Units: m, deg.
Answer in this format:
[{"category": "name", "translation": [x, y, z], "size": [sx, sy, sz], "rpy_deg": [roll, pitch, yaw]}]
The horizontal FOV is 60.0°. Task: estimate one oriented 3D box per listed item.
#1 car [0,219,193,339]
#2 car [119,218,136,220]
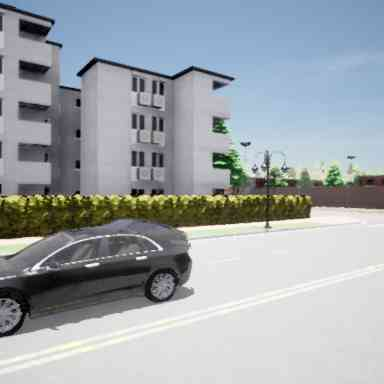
[{"category": "car", "translation": [-2.245, 1.517, 6.688], "size": [4.892, 1.490, 1.837], "rpy_deg": [0, 0, -36]}, {"category": "car", "translation": [-2.115, 1.593, 11.097], "size": [4.181, 1.385, 1.994], "rpy_deg": [0, 0, -36]}]
